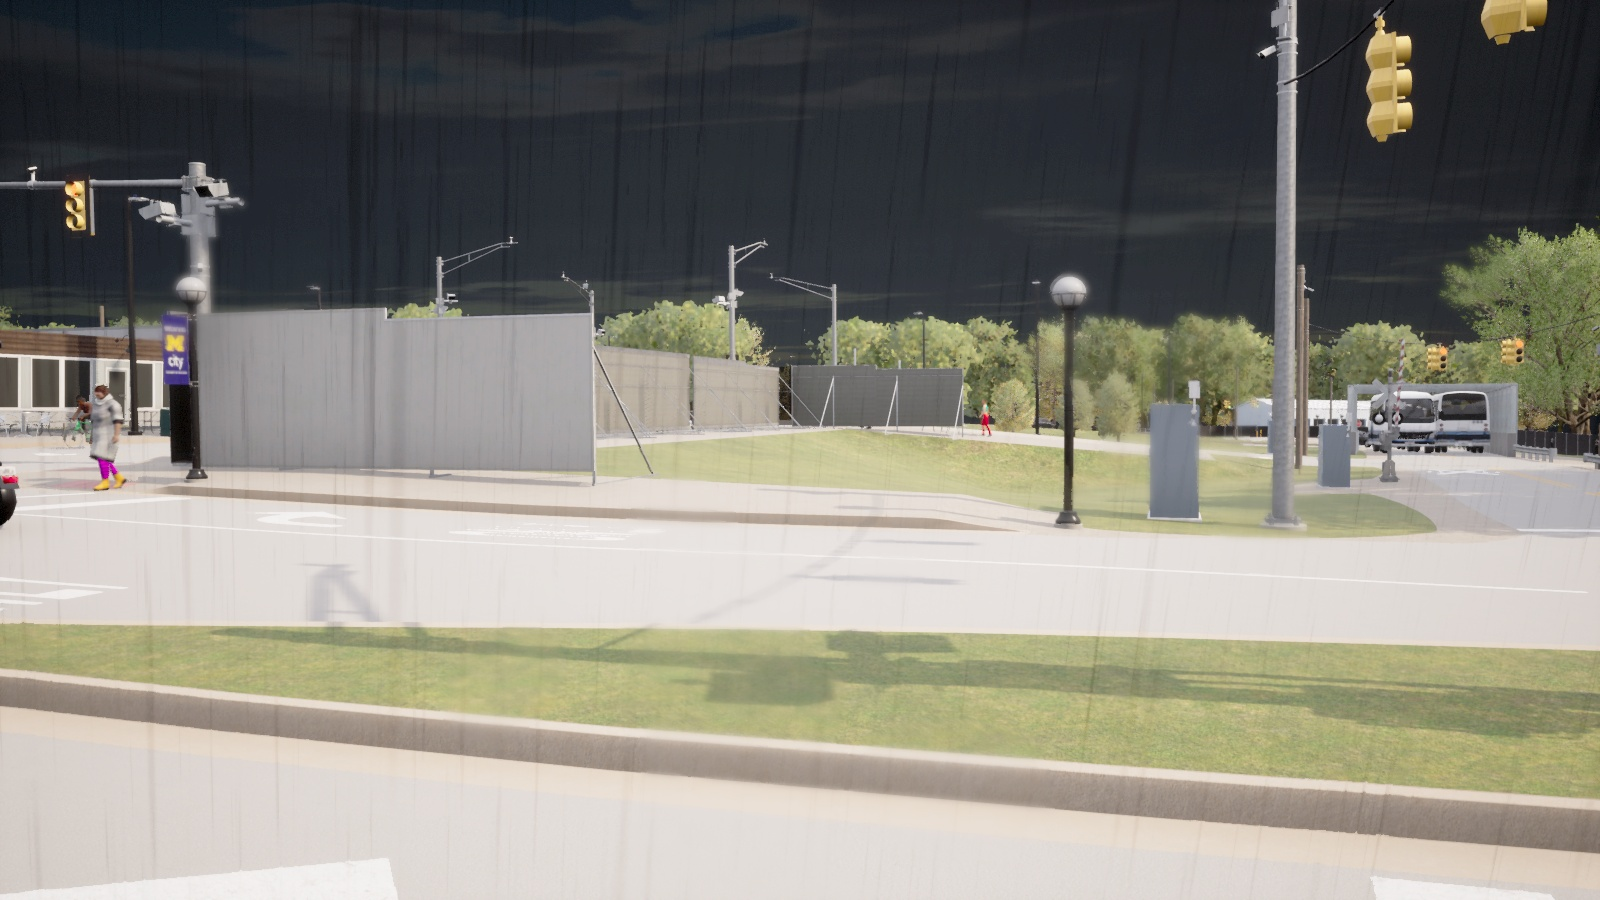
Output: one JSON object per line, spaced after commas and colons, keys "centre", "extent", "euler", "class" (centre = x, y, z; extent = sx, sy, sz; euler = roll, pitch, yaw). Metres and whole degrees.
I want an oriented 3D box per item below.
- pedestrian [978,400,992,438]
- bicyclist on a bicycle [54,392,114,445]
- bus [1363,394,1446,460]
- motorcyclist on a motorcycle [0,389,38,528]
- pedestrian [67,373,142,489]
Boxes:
{"centre": [8.997, -1.521, 61.030], "extent": [0.594, 1.836, 0.345], "euler": [1, 3, 19], "class": "pedestrian"}
{"centre": [-22.289, -0.996, 39.140], "extent": [0.582, 1.620, 1.656], "euler": [1, 2, 16], "class": "bicyclist on a bicycle"}
{"centre": [41.874, -1.609, 87.340], "extent": [3.944, 4.253, 10.273], "euler": [1, 1, 19], "class": "bus"}
{"centre": [-10.607, 0.053, 15.366], "extent": [2.350, 1.649, 0.766], "euler": [2, 2, 15], "class": "motorcyclist on a motorcycle"}
{"centre": [-12.022, -0.344, 21.730], "extent": [0.659, 1.952, 0.873], "euler": [1, 3, 30], "class": "pedestrian"}
